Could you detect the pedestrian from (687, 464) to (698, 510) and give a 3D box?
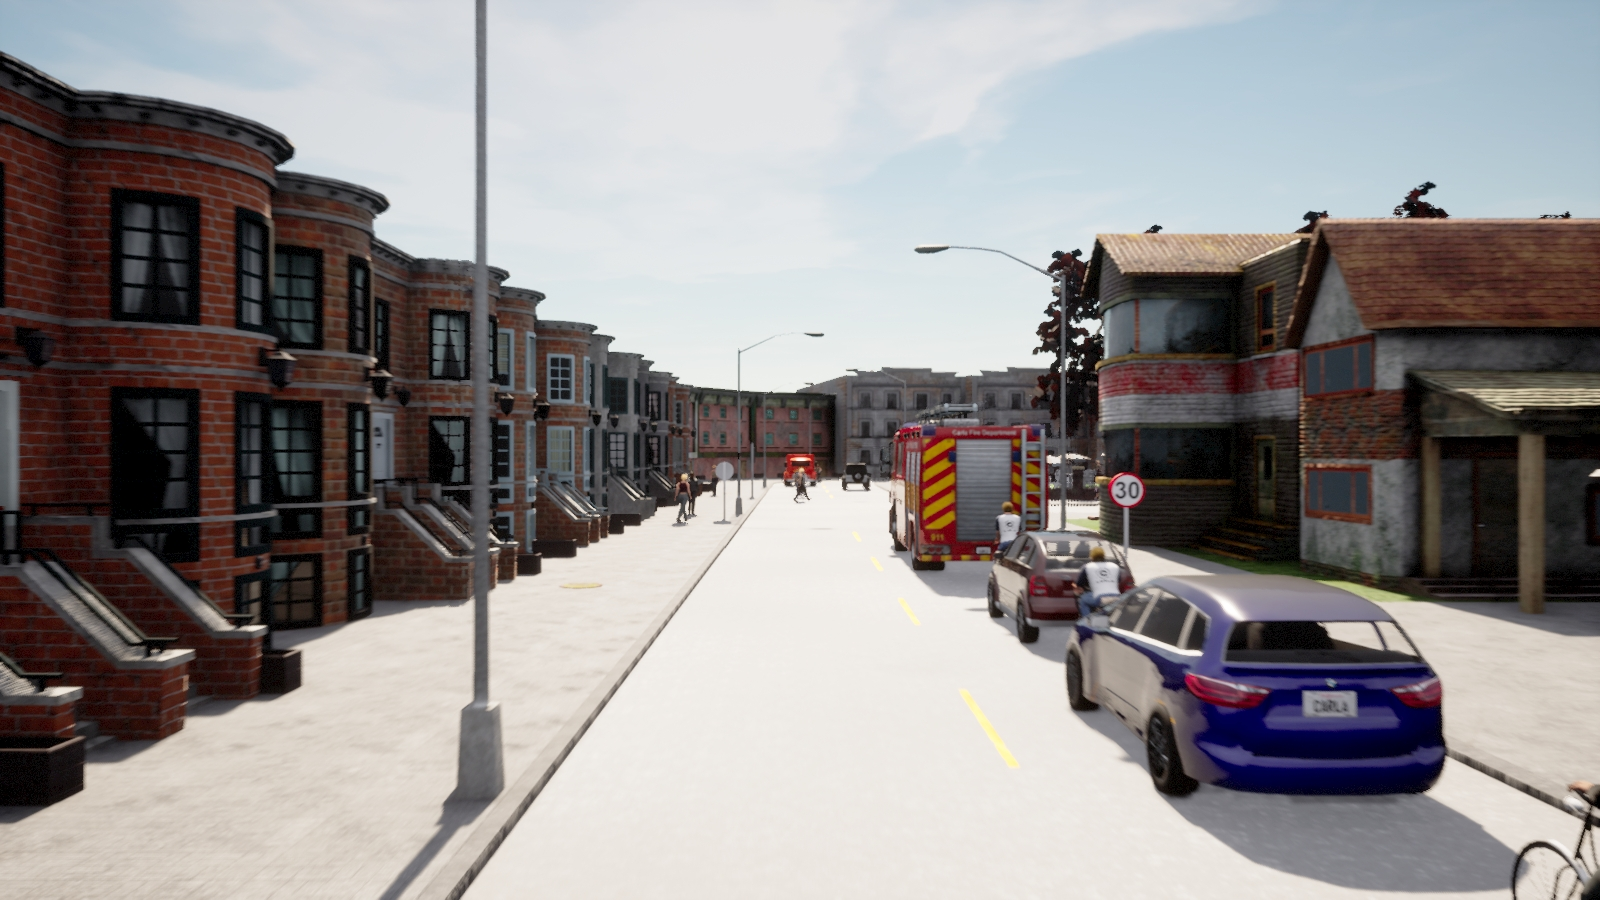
[{"bbox_3d":[-4.412,1.524,46.707,0.375,1.860,0.375,0,0,-17],"label":"pedestrian"}]

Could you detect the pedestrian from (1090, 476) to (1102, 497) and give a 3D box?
[{"bbox_3d":[15.528,1.896,59.936,0.500,1.100,0.500,0,0,1],"label":"pedestrian"}]

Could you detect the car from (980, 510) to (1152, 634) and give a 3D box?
[{"bbox_3d":[4.002,1.800,17.792,1.789,1.549,3.705,0,0,0],"label":"car"}]

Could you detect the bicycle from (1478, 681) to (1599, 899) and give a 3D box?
[{"bbox_3d":[3.992,1.940,5.529,0.329,1.271,1.835,0,0,0],"label":"bicycle"}]

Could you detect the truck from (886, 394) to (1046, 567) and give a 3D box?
[{"bbox_3d":[3.988,0.671,29.451,2.891,3.827,8.468,0,0,0],"label":"truck"}]

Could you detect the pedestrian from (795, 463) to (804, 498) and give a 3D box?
[{"bbox_3d":[-0.035,1.628,60.601,0.375,1.860,0.375,0,0,-16],"label":"pedestrian"}]

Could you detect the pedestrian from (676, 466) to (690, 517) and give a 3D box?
[{"bbox_3d":[-4.283,1.523,41.857,0.375,1.860,0.375,0,0,18],"label":"pedestrian"}]

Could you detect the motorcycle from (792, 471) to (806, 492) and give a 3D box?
[{"bbox_3d":[-0.034,1.962,70.882,0.856,1.236,1.805,0,0,0],"label":"motorcycle"}]

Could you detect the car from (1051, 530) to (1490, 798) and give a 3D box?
[{"bbox_3d":[3.999,1.747,10.781,2.242,1.667,4.611,0,0,0],"label":"car"}]

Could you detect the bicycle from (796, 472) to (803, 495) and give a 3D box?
[{"bbox_3d":[-0.030,1.936,66.603,0.373,1.296,1.643,0,0,0],"label":"bicycle"}]

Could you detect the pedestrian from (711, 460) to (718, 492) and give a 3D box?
[{"bbox_3d":[-5.005,1.524,66.688,0.375,1.860,0.375,0,0,2],"label":"pedestrian"}]

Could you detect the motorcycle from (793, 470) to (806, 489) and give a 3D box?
[{"bbox_3d":[-0.035,1.961,76.020,0.856,1.236,1.805,0,0,0],"label":"motorcycle"}]
